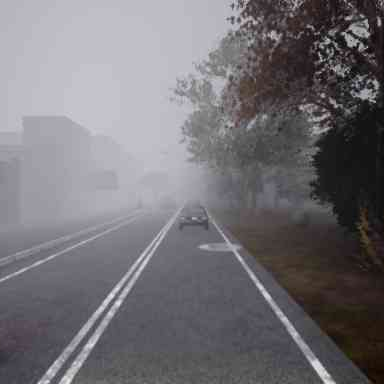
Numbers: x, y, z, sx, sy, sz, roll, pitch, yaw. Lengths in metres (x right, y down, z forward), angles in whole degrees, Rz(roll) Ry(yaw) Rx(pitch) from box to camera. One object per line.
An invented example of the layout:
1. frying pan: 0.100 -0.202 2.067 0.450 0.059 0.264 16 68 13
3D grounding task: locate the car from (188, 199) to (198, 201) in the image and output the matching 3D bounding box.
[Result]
1. car: 0.136 1.597 42.664 1.994 1.385 4.181 0 0 0

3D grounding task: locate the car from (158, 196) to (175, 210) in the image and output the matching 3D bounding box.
1. car: -3.297 1.384 43.809 2.097 1.767 4.553 0 0 0

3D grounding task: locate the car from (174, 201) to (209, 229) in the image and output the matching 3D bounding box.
1. car: 0.114 1.569 21.625 2.033 1.411 5.357 0 0 0
